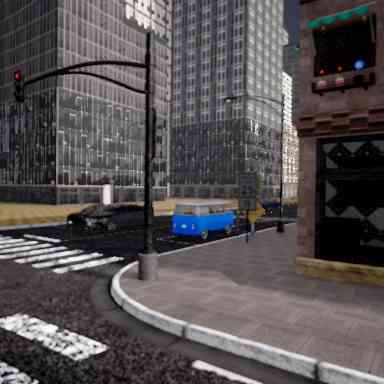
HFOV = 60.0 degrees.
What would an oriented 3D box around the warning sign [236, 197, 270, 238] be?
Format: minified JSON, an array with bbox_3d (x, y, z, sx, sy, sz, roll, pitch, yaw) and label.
[{"bbox_3d":[2.984,1.179,16.233,1.300,1.860,1.060,1,1,36],"label":"warning sign"}]

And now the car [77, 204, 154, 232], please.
[{"bbox_3d":[-4.258,1.471,20.151,1.812,1.442,4.674,1,1,36],"label":"car"}]

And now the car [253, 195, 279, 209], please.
[{"bbox_3d":[9.957,1.298,44.516,1.967,1.590,4.097,1,1,36],"label":"car"}]

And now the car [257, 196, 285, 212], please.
[{"bbox_3d":[8.652,1.506,38.214,1.895,1.301,4.718,1,1,36],"label":"car"}]

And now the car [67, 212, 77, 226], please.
[{"bbox_3d":[-6.118,1.472,22.004,1.947,1.339,4.313,1,1,36],"label":"car"}]

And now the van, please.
[{"bbox_3d":[0.705,1.371,17.132,1.690,1.788,3.998,1,1,36],"label":"van"}]

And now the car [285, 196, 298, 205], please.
[{"bbox_3d":[16.288,1.369,53.384,1.752,1.417,4.829,1,1,36],"label":"car"}]
